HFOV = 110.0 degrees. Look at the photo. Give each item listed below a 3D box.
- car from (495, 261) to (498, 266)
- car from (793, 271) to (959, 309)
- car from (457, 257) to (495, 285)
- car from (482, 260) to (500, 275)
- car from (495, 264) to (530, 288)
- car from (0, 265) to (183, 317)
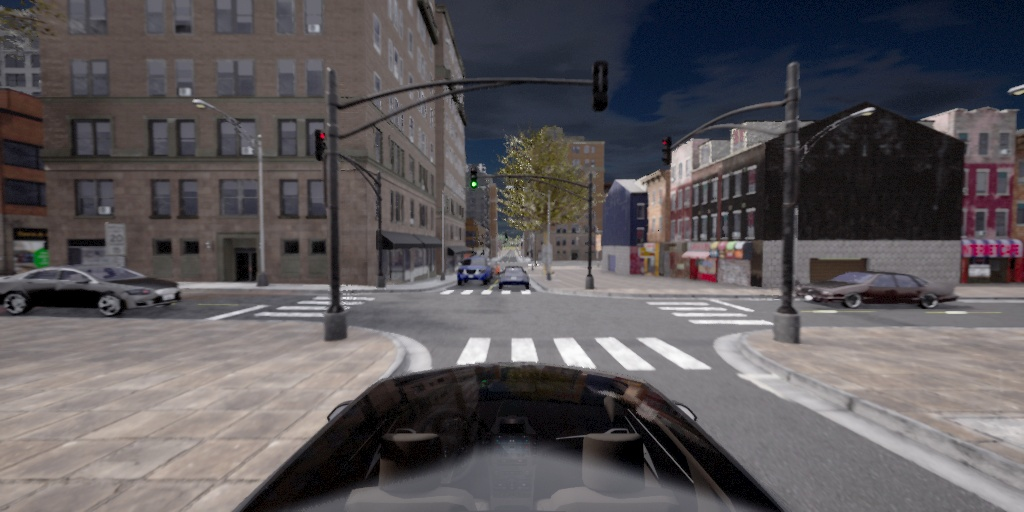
[{"bbox_3d":[-2.743,1.547,37.252,1.837,1.490,4.892,0,-1,0],"label":"car"},{"bbox_3d":[14.921,1.348,14.815,5.357,1.411,2.033,0,2,0],"label":"car"},{"bbox_3d":[-2.809,1.110,27.667,2.150,2.045,5.566,0,-1,1],"label":"car"},{"bbox_3d":[-2.680,1.461,47.120,2.097,1.767,4.553,0,0,0],"label":"car"},{"bbox_3d":[0.134,1.371,23.954,1.994,1.385,4.181,0,-1,0],"label":"car"},{"bbox_3d":[-13.784,1.055,11.839,4.902,1.511,2.128,1,2,0],"label":"car"}]
